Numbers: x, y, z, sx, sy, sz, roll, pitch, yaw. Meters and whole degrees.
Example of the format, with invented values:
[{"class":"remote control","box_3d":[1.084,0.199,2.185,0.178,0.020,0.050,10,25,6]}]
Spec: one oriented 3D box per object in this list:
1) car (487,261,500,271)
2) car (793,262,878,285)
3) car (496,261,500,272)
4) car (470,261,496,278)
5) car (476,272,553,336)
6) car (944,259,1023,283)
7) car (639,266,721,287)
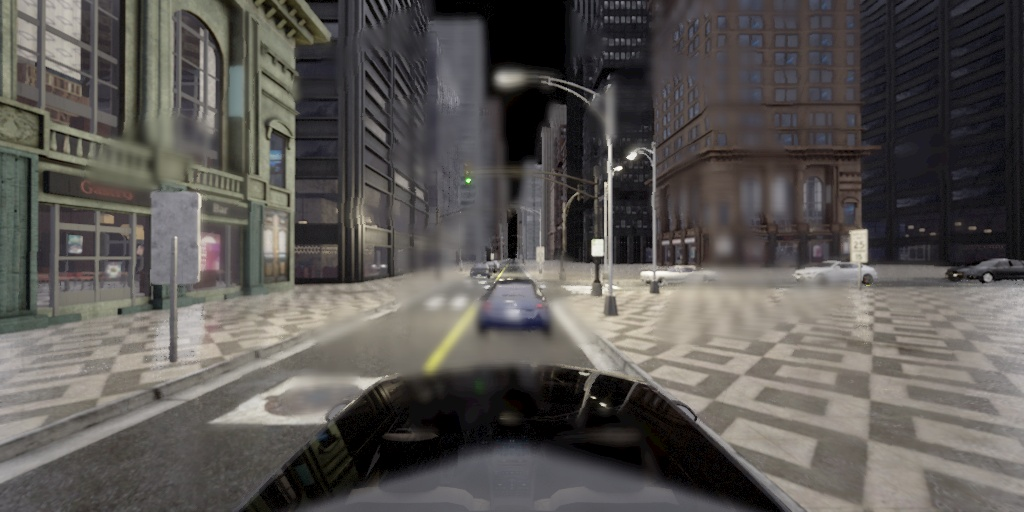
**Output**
[{"class":"car","box_3d":[-2.921,1.555,57.741,1.812,1.442,4.674,0,0,1]},{"class":"car","box_3d":[21.298,1.115,23.645,4.674,1.442,1.812,-1,0,0]},{"class":"car","box_3d":[-2.964,1.448,46.501,1.882,1.535,5.008,0,0,0]},{"class":"car","box_3d":[-3.000,1.465,36.059,2.033,1.411,5.357,0,0,0]},{"class":"car","box_3d":[0.106,1.357,10.628,1.994,1.385,4.181,0,0,2]},{"class":"car","box_3d":[31.623,0.981,23.614,4.892,1.490,1.837,-1,0,0]},{"class":"car","box_3d":[10.961,1.311,23.669,4.718,1.301,1.895,-1,0,0]}]
